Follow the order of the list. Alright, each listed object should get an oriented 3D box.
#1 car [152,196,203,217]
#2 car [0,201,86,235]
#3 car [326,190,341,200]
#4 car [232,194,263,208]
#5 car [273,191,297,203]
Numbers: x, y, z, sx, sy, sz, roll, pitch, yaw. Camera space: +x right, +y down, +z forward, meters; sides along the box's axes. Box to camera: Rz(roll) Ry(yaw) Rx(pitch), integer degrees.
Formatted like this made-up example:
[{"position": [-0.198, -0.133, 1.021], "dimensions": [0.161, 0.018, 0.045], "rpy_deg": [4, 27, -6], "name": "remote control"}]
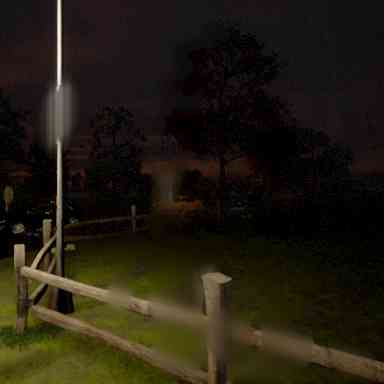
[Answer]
[{"position": [-1.099, 1.070, 26.668], "dimensions": [1.882, 1.535, 5.008], "rpy_deg": [0, 1, 37], "name": "car"}, {"position": [-8.077, 1.297, 17.677], "dimensions": [1.837, 1.490, 4.892], "rpy_deg": [0, 1, 41], "name": "car"}, {"position": [23.440, 0.483, 54.791], "dimensions": [1.837, 1.490, 4.892], "rpy_deg": [0, 1, 36], "name": "car"}, {"position": [6.126, 0.949, 36.377], "dimensions": [1.994, 1.385, 4.181], "rpy_deg": [0, 1, 37], "name": "car"}, {"position": [12.639, 0.680, 45.097], "dimensions": [1.882, 1.535, 5.008], "rpy_deg": [0, 1, 37], "name": "car"}]
